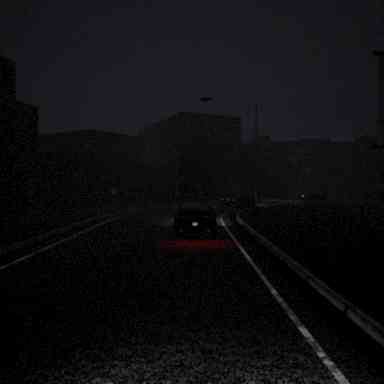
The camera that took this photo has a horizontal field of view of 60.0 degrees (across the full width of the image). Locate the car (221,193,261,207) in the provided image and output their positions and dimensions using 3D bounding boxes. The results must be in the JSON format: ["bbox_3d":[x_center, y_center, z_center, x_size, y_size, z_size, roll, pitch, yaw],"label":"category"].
[{"bbox_3d":[5.150,0.769,34.576,2.033,1.411,5.357,2,2,40],"label":"car"}]

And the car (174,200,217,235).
[{"bbox_3d":[0.170,1.131,16.295,1.882,1.535,5.008,0,1,1],"label":"car"}]

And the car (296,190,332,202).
[{"bbox_3d":[16.550,0.460,45.356,4.553,1.767,2.097,1,2,-10],"label":"car"}]
